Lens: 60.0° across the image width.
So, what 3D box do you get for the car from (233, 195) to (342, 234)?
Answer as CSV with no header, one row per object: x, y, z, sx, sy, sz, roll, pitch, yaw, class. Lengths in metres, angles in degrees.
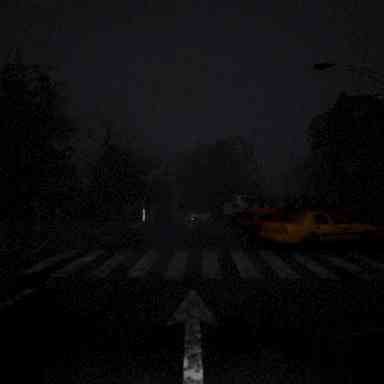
5.282,1.214,17.006,5.566,2.045,2.435,1,0,-21,car

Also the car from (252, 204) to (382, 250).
5.495,1.469,14.057,5.366,1.575,1.946,1,0,-20,car

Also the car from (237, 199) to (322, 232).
5.246,1.336,20.057,4.553,1.767,2.185,1,-1,-21,car

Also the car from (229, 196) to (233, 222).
5.262,1.371,23.081,4.553,1.767,2.185,2,-3,-21,car

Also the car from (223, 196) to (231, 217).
5.172,1.359,26.034,5.566,2.045,2.435,2,-5,-20,car

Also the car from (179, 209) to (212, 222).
0.578,3.228,43.143,2.150,2.045,5.566,-3,-8,30,car
